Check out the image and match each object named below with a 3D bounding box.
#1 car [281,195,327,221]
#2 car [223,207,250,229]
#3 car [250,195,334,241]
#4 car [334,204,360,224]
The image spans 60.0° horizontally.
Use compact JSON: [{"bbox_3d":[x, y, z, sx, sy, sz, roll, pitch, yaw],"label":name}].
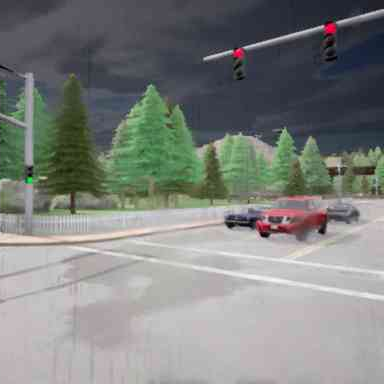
[{"bbox_3d":[9.980,1.267,29.335,2.150,2.045,5.566,0,0,37],"label":"car"},{"bbox_3d":[3.892,1.626,21.161,1.895,1.301,4.718,0,0,37],"label":"car"},{"bbox_3d":[5.361,1.247,17.271,2.150,2.045,5.566,0,0,37],"label":"car"},{"bbox_3d":[11.477,1.594,25.492,2.033,1.411,5.357,0,0,36],"label":"car"}]
